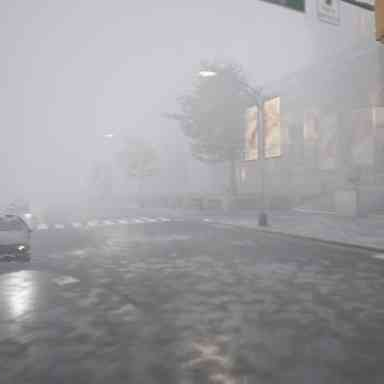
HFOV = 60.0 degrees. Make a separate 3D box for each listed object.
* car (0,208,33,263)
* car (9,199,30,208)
[{"bbox_3d":[-6.720,1.541,11.699,2.033,1.411,5.357,-2,1,-26],"label":"car"},{"bbox_3d":[-18.138,1.483,35.063,1.812,1.442,4.674,-2,1,-26],"label":"car"}]
